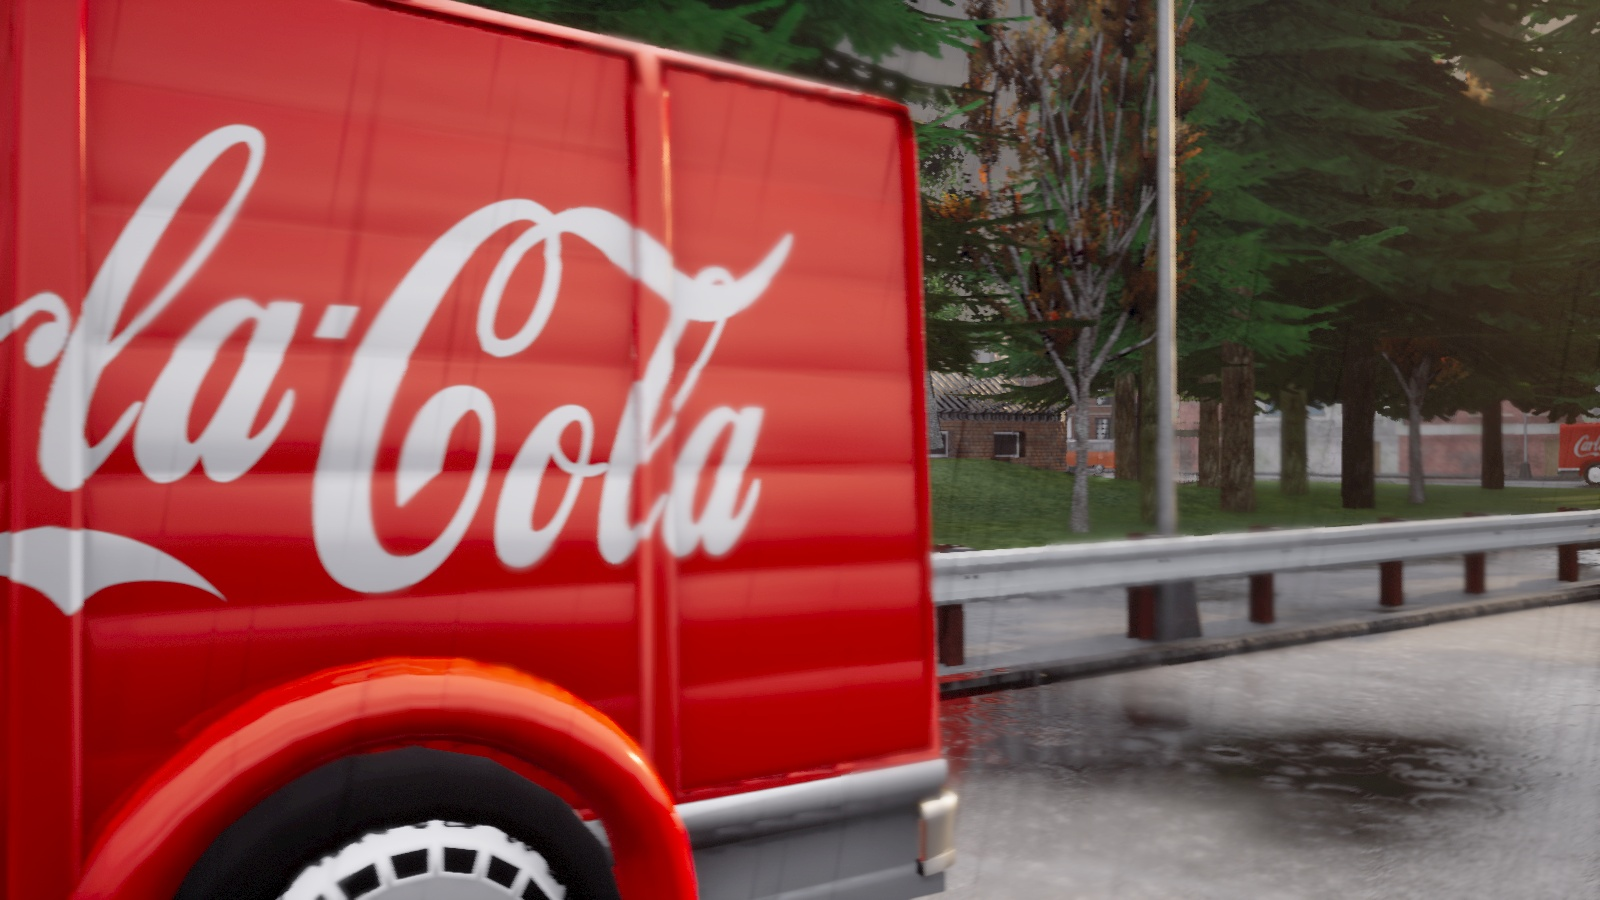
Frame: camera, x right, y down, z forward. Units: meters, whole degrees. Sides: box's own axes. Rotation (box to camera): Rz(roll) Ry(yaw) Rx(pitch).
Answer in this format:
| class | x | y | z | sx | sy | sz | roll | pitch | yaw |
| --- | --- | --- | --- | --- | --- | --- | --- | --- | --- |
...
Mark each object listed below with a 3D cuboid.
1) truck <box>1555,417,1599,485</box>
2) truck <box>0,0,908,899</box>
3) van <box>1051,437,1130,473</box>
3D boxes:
| class | x | y | z | sx | sy | sz | roll | pitch | yaw |
| --- | --- | --- | --- | --- | --- | --- | --- | --- | --- |
| truck | 30.905 | -0.008 | 45.701 | 2.627 | 2.467 | 5.204 | 0 | -1 | -35 |
| truck | -2.644 | 0.280 | 2.429 | 5.204 | 2.467 | 2.627 | 0 | 0 | -35 |
| van | 16.857 | 0.287 | 73.084 | 1.775 | 1.987 | 4.442 | 0 | 0 | -35 |
